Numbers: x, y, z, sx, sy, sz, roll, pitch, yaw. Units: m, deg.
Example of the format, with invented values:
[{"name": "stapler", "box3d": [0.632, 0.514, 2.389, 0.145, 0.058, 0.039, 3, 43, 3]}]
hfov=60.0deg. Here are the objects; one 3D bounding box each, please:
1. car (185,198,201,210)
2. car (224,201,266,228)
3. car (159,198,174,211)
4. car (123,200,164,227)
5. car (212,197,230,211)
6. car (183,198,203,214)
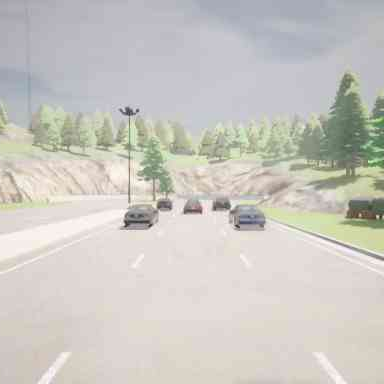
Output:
[{"name": "car", "box3d": [0.170, 1.541, 44.513, 2.033, 1.411, 5.357, 0, 0, 1]}, {"name": "car", "box3d": [3.607, 1.545, 22.331, 2.033, 1.411, 5.357, 0, 0, 0]}, {"name": "car", "box3d": [-3.361, 1.499, 41.491, 1.837, 1.490, 4.892, 0, 0, 1]}, {"name": "car", "box3d": [-3.393, 1.545, 22.850, 2.033, 1.411, 5.357, 0, 0, 0]}, {"name": "car", "box3d": [3.640, 1.347, 41.434, 2.097, 1.767, 4.553, 0, 0, 0]}, {"name": "car", "box3d": [0.110, 1.559, 35.269, 1.994, 1.385, 4.181, 0, 0, 0]}]
